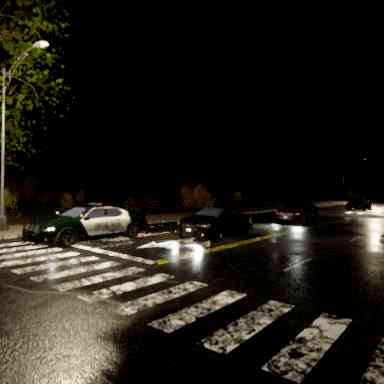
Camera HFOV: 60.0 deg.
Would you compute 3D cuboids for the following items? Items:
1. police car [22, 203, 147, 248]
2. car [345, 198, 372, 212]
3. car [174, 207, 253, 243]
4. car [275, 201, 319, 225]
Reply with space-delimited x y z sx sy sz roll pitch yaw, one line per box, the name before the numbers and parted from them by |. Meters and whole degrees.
police car | -4.249 1.262 13.746 2.038 1.542 4.974 2 1 39
car | 18.808 1.416 37.415 2.033 1.411 5.357 2 1 39
car | 1.104 1.399 15.358 1.994 1.385 4.181 2 1 39
car | 7.487 1.373 23.331 1.812 1.442 4.674 2 1 38
